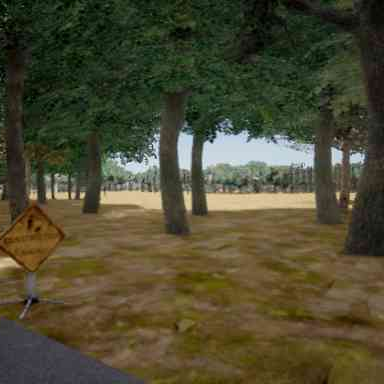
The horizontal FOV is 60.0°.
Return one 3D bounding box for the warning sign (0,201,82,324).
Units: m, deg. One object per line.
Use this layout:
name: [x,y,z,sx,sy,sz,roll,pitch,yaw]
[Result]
warning sign: [-2.876,1.122,5.988,1.060,1.860,1.300,0,0,35]
